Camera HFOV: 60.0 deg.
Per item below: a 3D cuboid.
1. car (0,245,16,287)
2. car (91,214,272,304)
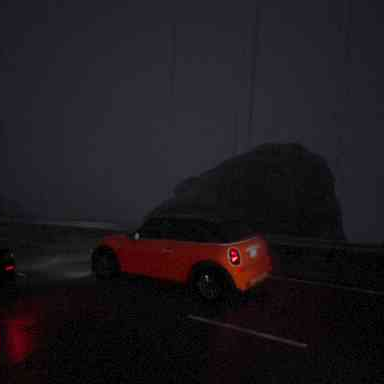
[{"bbox_3d":[-6.046,1.516,7.848,4.674,1.442,1.812,0,0,33],"label":"car"},{"bbox_3d":[-0.434,1.340,8.348,4.553,1.767,2.097,0,0,34],"label":"car"}]
